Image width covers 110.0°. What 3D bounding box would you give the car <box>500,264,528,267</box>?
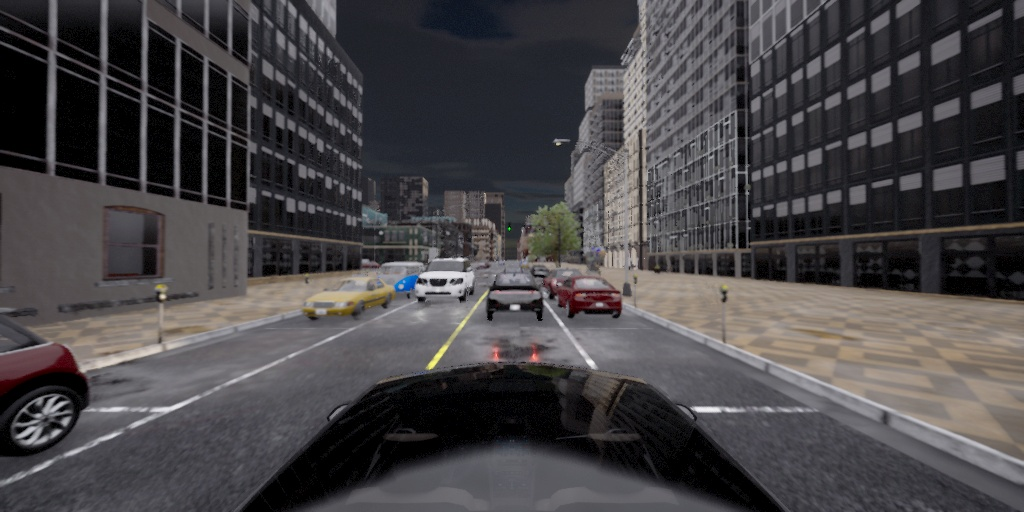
[{"bbox_3d":[0.097,1.563,29.522,1.895,1.301,4.718,0,0,0],"label":"car"}]

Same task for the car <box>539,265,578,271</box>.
[{"bbox_3d":[2.690,1.320,18.801,1.967,1.591,4.097,0,0,0],"label":"car"}]

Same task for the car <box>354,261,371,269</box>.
[{"bbox_3d":[-22.825,1.508,56.807,4.207,1.307,1.802,0,0,-1],"label":"car"}]

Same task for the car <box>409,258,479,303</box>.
[{"bbox_3d":[-3.101,1.094,17.751,2.150,2.045,5.566,0,0,0],"label":"car"}]

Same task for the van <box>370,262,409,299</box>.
[{"bbox_3d":[-5.690,1.221,18.800,1.690,1.789,3.998,0,0,0],"label":"van"}]

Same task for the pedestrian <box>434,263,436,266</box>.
[{"bbox_3d":[-12.753,1.231,59.906,0.375,1.860,0.375,0,-1,-1],"label":"pedestrian"}]

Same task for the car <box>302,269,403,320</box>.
[{"bbox_3d":[-5.690,1.363,13.091,1.751,1.417,4.829,0,0,0],"label":"car"}]

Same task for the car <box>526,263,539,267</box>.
[{"bbox_3d":[2.689,1.573,35.419,1.948,1.339,4.313,0,0,0],"label":"car"}]

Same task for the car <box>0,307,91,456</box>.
[{"bbox_3d":[-5.690,1.193,2.184,1.967,1.591,4.097,0,0,0],"label":"car"}]

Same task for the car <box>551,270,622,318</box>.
[{"bbox_3d":[2.690,1.383,13.262,1.888,1.381,4.507,0,0,0],"label":"car"}]

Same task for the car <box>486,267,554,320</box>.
[{"bbox_3d":[0.094,1.327,13.019,2.128,1.511,4.902,0,0,0],"label":"car"}]
